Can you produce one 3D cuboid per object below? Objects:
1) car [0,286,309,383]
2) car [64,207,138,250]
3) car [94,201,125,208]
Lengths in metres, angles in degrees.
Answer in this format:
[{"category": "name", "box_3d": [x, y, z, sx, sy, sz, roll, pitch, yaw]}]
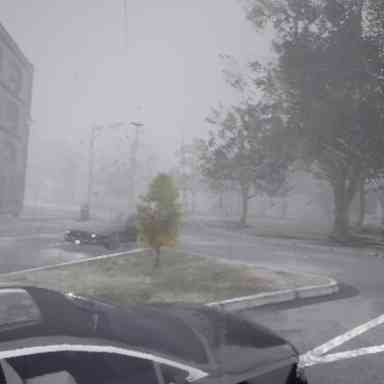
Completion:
[{"category": "car", "box_3d": [-1.192, 1.486, 2.284, 4.902, 1.511, 2.128, 1, 0, -35]}, {"category": "car", "box_3d": [-2.798, 1.559, 14.550, 2.033, 1.411, 5.357, 2, -1, 32]}, {"category": "car", "box_3d": [-12.328, 2.074, 49.726, 4.902, 1.511, 2.128, 3, -2, 19]}]
